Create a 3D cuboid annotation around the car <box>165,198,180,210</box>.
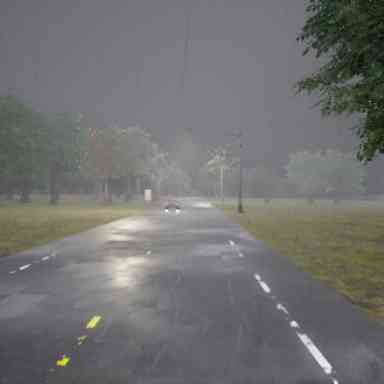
[{"bbox_3d":[-2.918,1.779,50.689,2.097,1.767,4.553,0,0,1],"label":"car"}]
